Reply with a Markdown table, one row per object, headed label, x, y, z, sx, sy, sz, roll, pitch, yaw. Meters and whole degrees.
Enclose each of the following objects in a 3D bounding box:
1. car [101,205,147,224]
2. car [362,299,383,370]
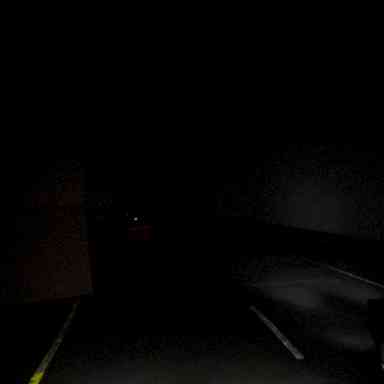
| label | x | y | z | sx | sy | sz | roll | pitch | yaw |
| --- | --- | --- | --- | --- | --- | --- | --- | --- | --- |
| car | -5.314 | 1.636 | 25.514 | 1.895 | 1.301 | 4.718 | 0 | 0 | -36 |
| car | 3.294 | 1.584 | 2.284 | 1.895 | 1.301 | 4.718 | 0 | 0 | -3 |
